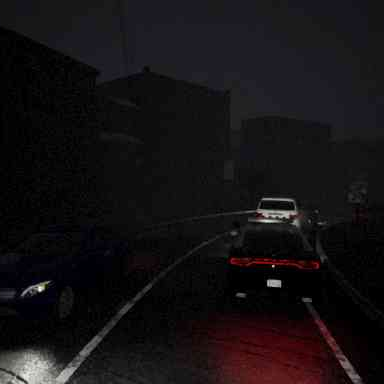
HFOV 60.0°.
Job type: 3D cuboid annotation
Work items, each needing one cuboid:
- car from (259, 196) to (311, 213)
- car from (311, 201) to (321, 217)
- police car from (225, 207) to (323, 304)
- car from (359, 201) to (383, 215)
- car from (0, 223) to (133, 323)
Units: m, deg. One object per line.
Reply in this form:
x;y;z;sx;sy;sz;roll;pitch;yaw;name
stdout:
4.775;1.259;17.414;2.150;2.045;5.566;2;0;23;car
7.271;1.582;22.493;1.837;1.490;4.892;3;1;30;car
1.981;1.428;8.463;1.930;1.638;5.238;1;0;11;police car
21.291;1.852;39.016;5.008;1.535;1.882;2;3;-33;car
-2.757;1.476;7.352;1.812;1.442;4.674;1;0;10;car
